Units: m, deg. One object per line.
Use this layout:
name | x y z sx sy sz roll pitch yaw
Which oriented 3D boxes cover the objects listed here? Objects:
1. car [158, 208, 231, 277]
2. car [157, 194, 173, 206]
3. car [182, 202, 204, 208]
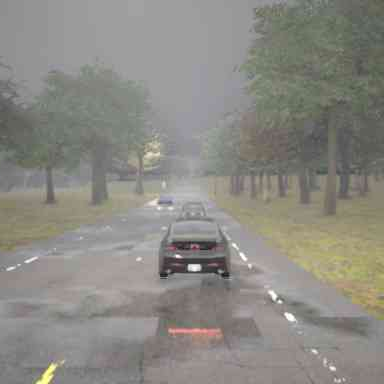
car | 0.072 1.474 10.079 1.837 1.490 4.892 0 0 0
car | -3.582 1.063 45.265 1.882 1.535 5.008 0 1 0
car | 0.069 1.463 24.175 2.033 1.411 5.357 0 0 0
